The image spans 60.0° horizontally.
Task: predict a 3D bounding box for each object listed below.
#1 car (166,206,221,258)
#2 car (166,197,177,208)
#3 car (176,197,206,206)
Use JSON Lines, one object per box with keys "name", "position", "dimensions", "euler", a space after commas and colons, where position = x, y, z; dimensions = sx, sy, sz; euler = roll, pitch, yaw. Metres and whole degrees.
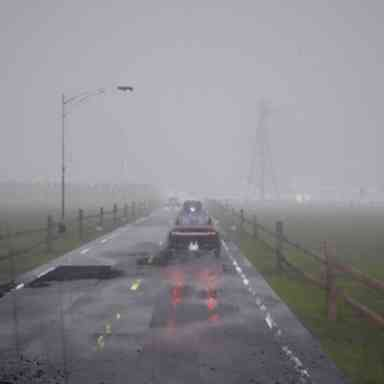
{"name": "car", "position": [0.070, 1.525, 12.810], "dimensions": [2.128, 1.511, 4.902], "euler": [0, 0, 0]}
{"name": "car", "position": [-2.831, 1.492, 50.606], "dimensions": [2.097, 1.767, 4.553], "euler": [0, 0, 0]}
{"name": "car", "position": [0.067, 1.423, 27.658], "dimensions": [2.097, 1.767, 4.553], "euler": [0, 0, 0]}
